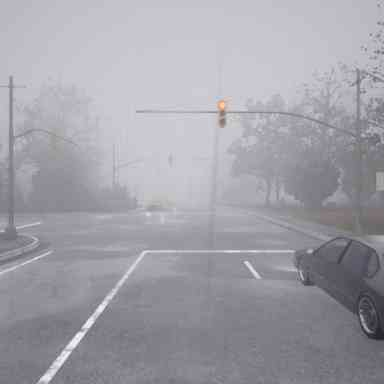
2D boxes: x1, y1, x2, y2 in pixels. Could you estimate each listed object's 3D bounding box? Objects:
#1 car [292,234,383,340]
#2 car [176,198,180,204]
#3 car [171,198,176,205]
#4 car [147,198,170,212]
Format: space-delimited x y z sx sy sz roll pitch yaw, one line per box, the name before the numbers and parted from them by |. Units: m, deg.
car | 3.592 1.547 6.458 2.033 1.411 5.357 0 0 0
car | -4.535 2.186 83.014 2.097 1.767 4.553 0 -1 -22
car | -5.927 2.252 76.553 2.033 1.411 5.357 0 -1 -19
car | -4.157 1.521 40.083 1.882 1.535 5.008 0 0 2
